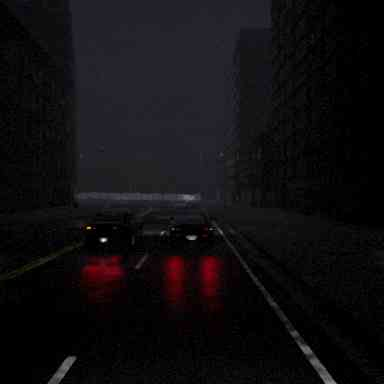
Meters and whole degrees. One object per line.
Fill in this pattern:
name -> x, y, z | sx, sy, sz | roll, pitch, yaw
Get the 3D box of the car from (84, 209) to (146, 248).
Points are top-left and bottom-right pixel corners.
car -> -3.250, 1.514, 14.650 | 1.837, 1.490, 4.892 | 0, 0, 0

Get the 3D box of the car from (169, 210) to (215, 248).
car -> 0.000, 1.530, 14.650 | 1.812, 1.442, 4.674 | 0, 0, 0
